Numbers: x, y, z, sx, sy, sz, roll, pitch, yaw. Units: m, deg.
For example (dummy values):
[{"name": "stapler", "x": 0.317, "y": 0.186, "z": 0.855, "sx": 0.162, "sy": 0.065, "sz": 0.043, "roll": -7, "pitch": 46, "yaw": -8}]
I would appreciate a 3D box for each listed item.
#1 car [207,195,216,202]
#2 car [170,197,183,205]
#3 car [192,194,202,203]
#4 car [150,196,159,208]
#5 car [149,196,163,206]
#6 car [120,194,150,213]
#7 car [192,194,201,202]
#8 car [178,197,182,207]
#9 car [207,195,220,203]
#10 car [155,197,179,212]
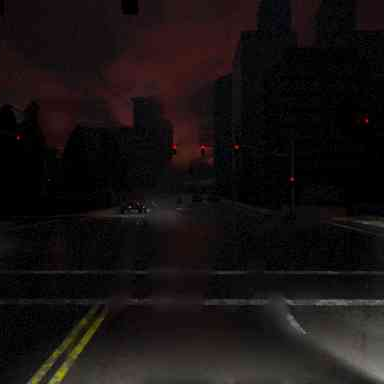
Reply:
[{"name": "car", "x": 4.573, "y": 1.478, "z": 77.121, "sx": 1.882, "sy": 1.535, "sz": 5.008, "roll": 0, "pitch": 0, "yaw": 1}, {"name": "car", "x": -2.675, "y": 1.547, "z": 58.300, "sx": 2.033, "sy": 1.411, "sz": 5.357, "roll": 0, "pitch": 0, "yaw": 1}, {"name": "car", "x": 1.095, "y": 1.564, "z": 68.258, "sx": 1.994, "sy": 1.385, "sz": 4.181, "roll": 0, "pitch": 0, "yaw": 0}, {"name": "car", "x": -6.295, "y": 1.491, "z": 46.945, "sx": 2.128, "sy": 1.511, "sz": 4.902, "roll": 0, "pitch": 0, "yaw": 1}, {"name": "car", "x": -6.193, "y": 1.505, "z": 57.004, "sx": 1.837, "sy": 1.490, "sz": 4.892, "roll": 0, "pitch": 0, "yaw": 0}, {"name": "car", "x": -6.386, "y": 1.221, "z": 37.064, "sx": 2.150, "sy": 2.045, "sz": 5.566, "roll": 0, "pitch": 0, "yaw": 1}, {"name": "car", "x": 1.071, "y": 1.355, "z": 76.915, "sx": 2.097, "sy": 1.767, "sz": 4.553, "roll": 0, "pitch": 0, "yaw": 1}, {"name": "car", "x": -2.785, "y": 1.564, "z": 47.976, "sx": 1.994, "sy": 1.385, "sz": 4.181, "roll": 0, "pitch": 0, "yaw": 1}, {"name": "car", "x": 4.589, "y": 1.547, "z": 67.299, "sx": 2.033, "sy": 1.411, "sz": 5.357, "roll": 0, "pitch": 0, "yaw": 1}, {"name": "car", "x": -2.866, "y": 1.601, "z": 39.174, "sx": 1.895, "sy": 1.301, "sz": 4.718, "roll": 0, "pitch": 0, "yaw": 1}]
